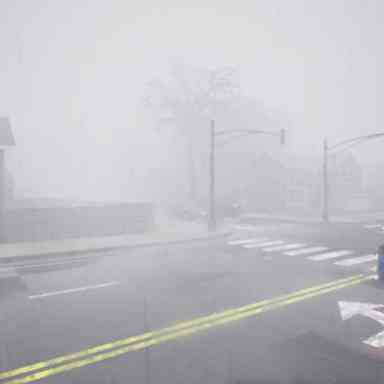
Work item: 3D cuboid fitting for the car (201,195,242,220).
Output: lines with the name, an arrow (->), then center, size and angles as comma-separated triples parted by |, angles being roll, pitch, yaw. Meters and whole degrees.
car -> 1.895, 1.260, 28.833 | 2.150, 2.045, 5.566 | 0, 0, -36

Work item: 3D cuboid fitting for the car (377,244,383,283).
car -> 6.441, 1.482, 8.033 | 5.008, 1.535, 1.882 | 0, 0, -35

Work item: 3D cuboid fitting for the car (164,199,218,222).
car -> -0.504, 1.530, 27.096 | 2.128, 1.511, 4.902 | 0, 0, -35

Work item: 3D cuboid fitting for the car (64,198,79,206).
car -> -20.171, 1.699, 55.033 | 1.895, 1.301, 4.718 | 0, 0, -35

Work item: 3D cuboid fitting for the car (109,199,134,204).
car -> -7.668, 1.538, 37.214 | 1.882, 1.535, 5.008 | 0, 1, -35
